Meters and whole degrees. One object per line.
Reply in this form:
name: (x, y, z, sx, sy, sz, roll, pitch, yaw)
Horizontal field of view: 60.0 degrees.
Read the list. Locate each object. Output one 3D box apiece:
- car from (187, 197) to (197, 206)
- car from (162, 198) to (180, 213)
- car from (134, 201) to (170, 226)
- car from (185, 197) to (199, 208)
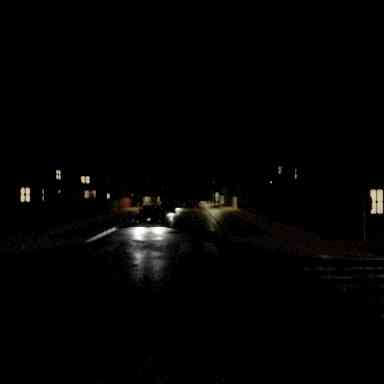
car: (0.005, 1.738, 61.736, 1.812, 1.442, 4.674, 0, 0, 0)
car: (-2.844, 1.633, 38.549, 2.033, 1.411, 5.357, 0, 0, 0)
car: (-2.854, 1.602, 23.572, 1.994, 1.385, 4.181, 0, 0, -1)
car: (0.003, 1.624, 51.318, 1.882, 1.535, 5.008, 0, 0, 0)
